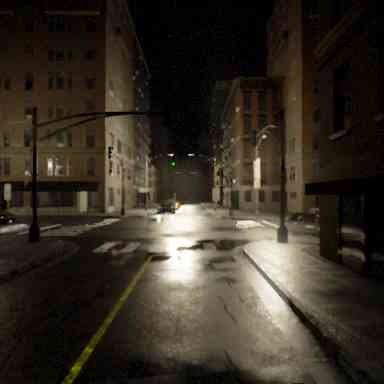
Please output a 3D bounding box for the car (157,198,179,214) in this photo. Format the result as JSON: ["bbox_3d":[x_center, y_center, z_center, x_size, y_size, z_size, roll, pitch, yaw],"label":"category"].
[{"bbox_3d":[-3.071,1.782,40.852,2.097,1.767,4.553,0,-1,-1],"label":"car"}]

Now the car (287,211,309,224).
[{"bbox_3d":[10.961,2.118,29.511,4.718,1.301,1.895,1,-1,0],"label":"car"}]

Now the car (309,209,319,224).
[{"bbox_3d":[12.311,1.982,26.259,5.008,1.535,1.882,1,-1,0],"label":"car"}]

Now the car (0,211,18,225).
[{"bbox_3d":[-15.032,1.579,22.915,5.357,1.411,2.033,1,-1,4],"label":"car"}]

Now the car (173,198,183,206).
[{"bbox_3d":[-2.955,2.086,70.710,2.097,1.767,4.553,0,-1,0],"label":"car"}]

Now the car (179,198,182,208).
[{"bbox_3d":[-3.087,1.881,50.492,2.097,1.767,4.553,0,-1,0],"label":"car"}]
